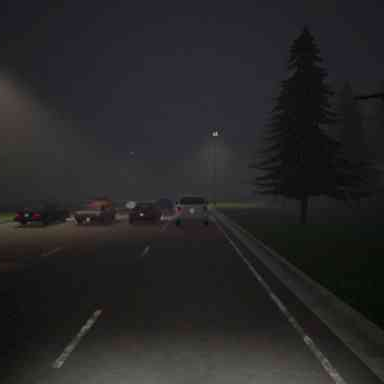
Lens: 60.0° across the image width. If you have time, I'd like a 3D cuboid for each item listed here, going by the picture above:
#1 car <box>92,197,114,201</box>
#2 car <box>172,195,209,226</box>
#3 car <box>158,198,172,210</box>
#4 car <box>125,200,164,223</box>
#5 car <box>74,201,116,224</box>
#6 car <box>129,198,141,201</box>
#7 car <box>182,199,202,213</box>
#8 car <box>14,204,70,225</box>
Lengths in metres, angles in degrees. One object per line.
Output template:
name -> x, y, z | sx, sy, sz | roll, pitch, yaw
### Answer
car -> -10.439, 1.318, 39.156 | 2.097, 1.767, 4.553 | 0, 0, 0
car -> 0.006, 1.203, 23.229 | 2.150, 2.045, 5.566 | 0, 0, 0
car -> -3.423, 1.442, 41.748 | 1.882, 1.535, 5.008 | 0, 0, 0
car -> -3.479, 1.543, 25.138 | 1.994, 1.385, 4.181 | 0, 0, 1
car -> -6.985, 1.580, 24.612 | 1.895, 1.301, 4.718 | 0, 0, 0
car -> -6.928, 1.490, 40.913 | 1.812, 1.442, 4.674 | 0, 0, 0
car -> 0.044, 1.516, 37.206 | 2.033, 1.411, 5.357 | 0, 0, 1
car -> -10.491, 1.528, 23.655 | 2.033, 1.411, 5.357 | 0, 0, 0
